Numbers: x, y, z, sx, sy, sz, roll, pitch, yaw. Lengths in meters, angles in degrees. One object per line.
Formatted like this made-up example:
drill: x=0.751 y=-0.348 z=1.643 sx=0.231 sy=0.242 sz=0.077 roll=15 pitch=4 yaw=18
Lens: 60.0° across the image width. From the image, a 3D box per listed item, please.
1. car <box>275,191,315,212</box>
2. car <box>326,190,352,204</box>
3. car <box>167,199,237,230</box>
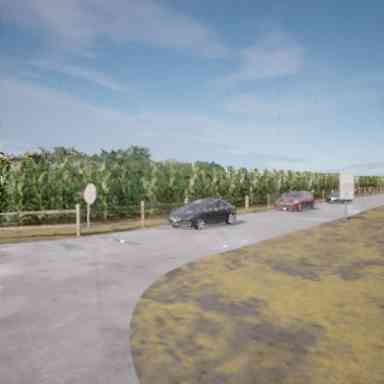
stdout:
car: x=8.898 y=0.714 z=28.632 sx=2.097 sy=1.767 sz=4.553 roll=1 pitch=2 yaw=39
car: x=17.152 y=0.524 z=38.708 sx=2.128 sy=1.511 sz=4.902 roll=1 pitch=2 yaw=40
car: x=0.673 y=1.166 z=18.568 sx=1.837 sy=1.490 sz=4.892 roll=1 pitch=2 yaw=39
